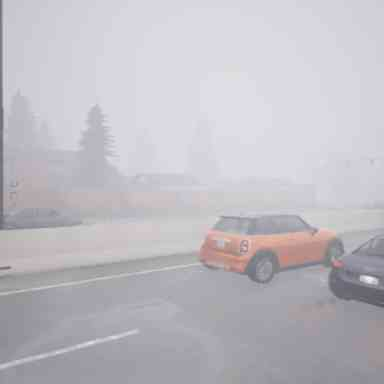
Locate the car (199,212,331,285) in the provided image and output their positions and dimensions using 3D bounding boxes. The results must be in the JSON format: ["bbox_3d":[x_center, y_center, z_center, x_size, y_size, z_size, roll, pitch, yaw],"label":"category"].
[{"bbox_3d":[2.482,1.362,9.821,4.553,1.767,2.097,0,0,-35],"label":"car"}]

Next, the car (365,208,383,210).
[{"bbox_3d":[20.685,1.584,35.875,5.357,1.411,2.033,0,0,-35],"label":"car"}]

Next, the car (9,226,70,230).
[{"bbox_3d":[-9.093,1.556,19.004,5.357,1.411,2.033,0,0,-36],"label":"car"}]

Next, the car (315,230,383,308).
[{"bbox_3d":[4.851,1.571,7.212,4.181,1.385,1.994,0,0,-35],"label":"car"}]
